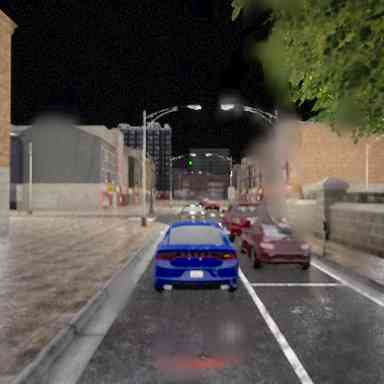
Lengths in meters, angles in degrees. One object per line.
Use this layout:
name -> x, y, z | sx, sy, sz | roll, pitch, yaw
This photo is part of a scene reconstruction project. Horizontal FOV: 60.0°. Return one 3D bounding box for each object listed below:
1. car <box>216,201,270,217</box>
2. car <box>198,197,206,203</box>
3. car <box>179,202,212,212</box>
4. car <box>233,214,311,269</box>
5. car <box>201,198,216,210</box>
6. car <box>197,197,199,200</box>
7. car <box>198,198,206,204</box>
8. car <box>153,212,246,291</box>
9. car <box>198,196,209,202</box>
car -> 2.626, 1.397, 16.553 | 2.192, 1.841, 5.009 | 1, 0, 0
car -> 2.521, 2.133, 86.479 | 2.008, 1.369, 4.403 | 0, -1, 0
car -> 0.068, 1.669, 23.640 | 2.033, 1.411, 5.357 | 0, 0, 0
car -> 2.630, 1.635, 11.102 | 1.802, 1.307, 4.206 | 1, 0, 0
car -> 2.585, 1.788, 42.981 | 1.887, 1.381, 4.507 | 1, 0, 0
car -> 2.555, 1.716, 64.731 | 2.192, 1.841, 5.009 | 1, 0, 0
car -> 2.529, 2.117, 81.041 | 1.802, 1.307, 4.206 | 0, -1, 0
car -> 0.086, 1.522, 9.140 | 1.882, 1.535, 5.008 | 0, -1, 0
car -> 2.561, 1.905, 59.293 | 1.887, 1.381, 4.507 | 1, 0, 0
